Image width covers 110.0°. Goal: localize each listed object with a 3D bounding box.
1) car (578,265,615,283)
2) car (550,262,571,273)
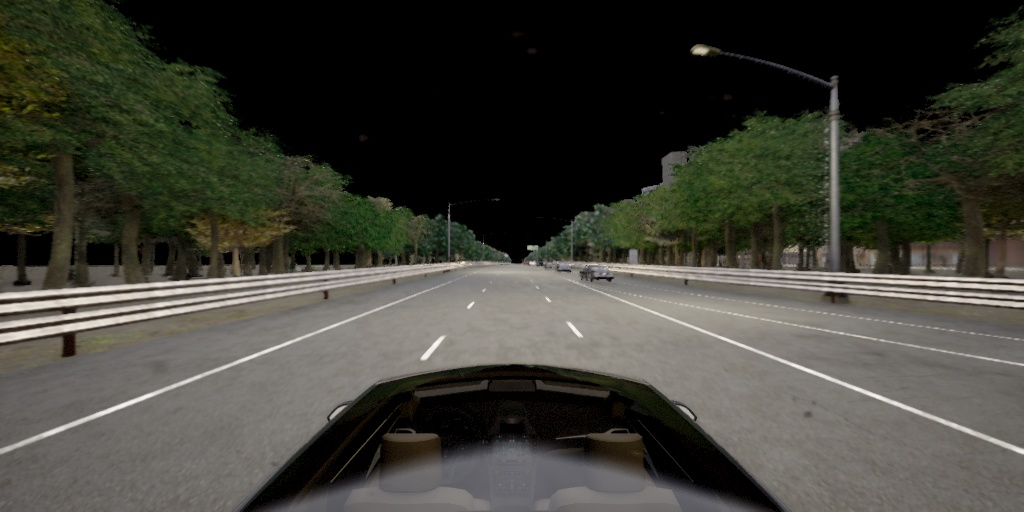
[{"bbox_3d":[7.219,1.511,31.145,2.033,1.411,5.357,0,0,-4],"label":"car"},{"bbox_3d":[7.004,1.644,50.169,2.033,1.411,5.357,0,0,-1],"label":"car"}]
